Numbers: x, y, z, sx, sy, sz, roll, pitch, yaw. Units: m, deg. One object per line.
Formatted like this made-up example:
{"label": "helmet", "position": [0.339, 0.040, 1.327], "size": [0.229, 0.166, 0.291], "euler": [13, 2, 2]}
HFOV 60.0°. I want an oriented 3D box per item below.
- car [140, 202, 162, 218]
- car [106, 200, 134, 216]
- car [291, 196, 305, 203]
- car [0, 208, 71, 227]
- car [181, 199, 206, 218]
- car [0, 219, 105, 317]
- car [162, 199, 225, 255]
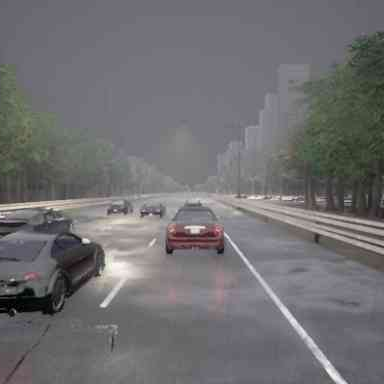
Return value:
{"label": "car", "position": [-3.386, 1.550, 29.643], "size": [1.895, 1.301, 4.718], "euler": [0, 0, 0]}
{"label": "car", "position": [-6.888, 1.466, 32.177], "size": [1.812, 1.442, 4.674], "euler": [0, 0, 0]}
{"label": "car", "position": [23.100, 1.553, 69.963], "size": [2.128, 1.511, 4.902], "euler": [0, 1, -41]}
{"label": "car", "position": [-6.893, 1.494, 15.018], "size": [1.837, 1.490, 4.892], "euler": [0, 0, 0]}
{"label": "car", "position": [0.112, 1.436, 31.102], "size": [2.128, 1.511, 4.902], "euler": [0, 0, 0]}
{"label": "car", "position": [-3.396, 1.560, 7.571], "size": [1.994, 1.385, 4.181], "euler": [0, 0, 0]}
{"label": "car", "position": [0.107, 1.344, 13.469], "size": [2.097, 1.767, 4.553], "euler": [0, 0, 0]}
